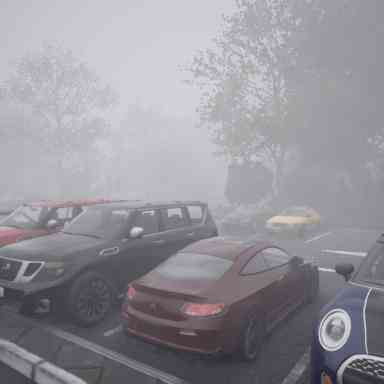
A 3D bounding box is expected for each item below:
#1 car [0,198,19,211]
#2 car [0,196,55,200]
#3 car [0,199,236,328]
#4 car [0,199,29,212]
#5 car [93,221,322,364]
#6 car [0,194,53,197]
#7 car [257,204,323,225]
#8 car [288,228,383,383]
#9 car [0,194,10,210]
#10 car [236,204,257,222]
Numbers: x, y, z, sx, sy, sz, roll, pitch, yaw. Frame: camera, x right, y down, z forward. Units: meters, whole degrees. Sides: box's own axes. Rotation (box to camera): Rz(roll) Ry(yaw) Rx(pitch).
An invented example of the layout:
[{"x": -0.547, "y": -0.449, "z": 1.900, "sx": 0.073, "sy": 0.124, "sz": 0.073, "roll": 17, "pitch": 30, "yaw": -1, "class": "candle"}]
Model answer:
[{"x": -23.642, "y": 1.500, "z": 39.512, "sx": 2.097, "sy": 1.535, "sz": 5.008, "roll": 0, "pitch": 0, "yaw": 36, "class": "car"}, {"x": -3.739, "y": 1.232, "z": 9.186, "sx": 2.435, "sy": 2.045, "sz": 5.566, "roll": 0, "pitch": 0, "yaw": 36, "class": "car"}, {"x": -1.459, "y": 1.232, "z": 7.556, "sx": 2.435, "sy": 2.045, "sz": 5.566, "roll": 0, "pitch": 0, "yaw": 36, "class": "car"}, {"x": -21.476, "y": 1.535, "z": 37.967, "sx": 2.002, "sy": 1.452, "sz": 4.674, "roll": 0, "pitch": 0, "yaw": 36, "class": "car"}, {"x": 0.837, "y": 1.522, "z": 5.947, "sx": 2.002, "sy": 1.452, "sz": 4.674, "roll": 0, "pitch": 0, "yaw": 36, "class": "car"}, {"x": -16.959, "y": 1.241, "z": 34.708, "sx": 2.435, "sy": 2.045, "sz": 5.566, "roll": 0, "pitch": 0, "yaw": 36, "class": "car"}, {"x": 5.731, "y": 1.481, "z": 18.301, "sx": 1.946, "sy": 1.575, "sz": 5.366, "roll": 0, "pitch": 0, "yaw": 36, "class": "car"}, {"x": 3.138, "y": 1.356, "z": 4.345, "sx": 2.185, "sy": 1.767, "sz": 4.553, "roll": 0, "pitch": 0, "yaw": 36, "class": "car"}, {"x": -25.923, "y": 1.254, "z": 41.114, "sx": 2.435, "sy": 2.045, "sz": 5.566, "roll": 0, "pitch": 0, "yaw": 36, "class": "car"}, {"x": 3.583, "y": 1.486, "z": 20.071, "sx": 2.231, "sy": 1.521, "sz": 4.892, "roll": 0, "pitch": 0, "yaw": 36, "class": "car"}]
